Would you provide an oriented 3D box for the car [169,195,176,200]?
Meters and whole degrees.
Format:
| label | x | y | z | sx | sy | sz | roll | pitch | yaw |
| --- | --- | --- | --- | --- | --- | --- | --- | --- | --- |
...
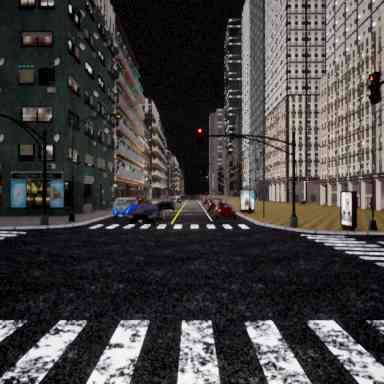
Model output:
| label | x | y | z | sx | sy | sz | roll | pitch | yaw |
| --- | --- | --- | --- | --- | --- | --- | --- | --- | --- |
| car | -5.526 | 1.638 | 94.765 | 1.947 | 1.339 | 4.313 | 0 | 0 | 0 |

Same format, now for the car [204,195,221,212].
| label | x | y | z | sx | sy | sz | roll | pitch | yaw |
| --- | --- | --- | --- | --- | --- | --- | --- | --- | --- |
| car | 2.764 | 1.455 | 39.475 | 1.967 | 1.590 | 4.097 | 0 | 0 | 0 |

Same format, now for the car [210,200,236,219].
| label | x | y | z | sx | sy | sz | roll | pitch | yaw |
| --- | --- | --- | --- | --- | --- | --- | --- | --- | --- |
| car | 2.744 | 1.591 | 28.419 | 1.802 | 1.307 | 4.206 | 0 | 0 | 0 |

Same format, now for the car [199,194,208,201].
| label | x | y | z | sx | sy | sz | roll | pitch | yaw |
| --- | --- | --- | --- | --- | --- | --- | --- | --- | --- |
| car | 2.838 | 1.372 | 83.695 | 2.192 | 1.841 | 5.009 | 0 | 0 | 0 |

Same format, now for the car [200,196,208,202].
| label | x | y | z | sx | sy | sz | roll | pitch | yaw |
| --- | --- | --- | --- | --- | --- | --- | --- | --- | --- |
| car | 2.827 | 1.632 | 78.167 | 1.802 | 1.307 | 4.206 | 0 | 0 | 0 |

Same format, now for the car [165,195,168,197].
| label | x | y | z | sx | sy | sz | roll | pitch | yaw |
| --- | --- | --- | --- | --- | --- | --- | --- | --- | --- |
| car | -5.553 | 1.490 | 78.182 | 1.967 | 1.590 | 4.097 | 0 | 0 | 0 |

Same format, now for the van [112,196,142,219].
| label | x | y | z | sx | sy | sz | roll | pitch | yaw |
| --- | --- | --- | --- | --- | --- | --- | --- | --- | --- |
| van | -5.635 | 1.350 | 28.434 | 1.690 | 1.788 | 3.998 | 0 | 0 | 0 |

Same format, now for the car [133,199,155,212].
| label | x | y | z | sx | sy | sz | roll | pitch | yaw |
| --- | --- | --- | --- | --- | --- | --- | --- | --- | --- |
| car | -5.618 | 1.559 | 39.490 | 1.887 | 1.381 | 4.507 | 0 | 0 | 0 |

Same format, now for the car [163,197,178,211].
| label | x | y | z | sx | sy | sz | roll | pitch | yaw |
| --- | --- | --- | --- | --- | --- | --- | --- | --- | --- |
| car | -3.033 | 1.579 | 40.022 | 1.994 | 1.385 | 4.181 | 0 | 0 | 0 |

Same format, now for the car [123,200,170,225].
| label | x | y | z | sx | sy | sz | roll | pitch | yaw |
| --- | --- | --- | --- | --- | --- | --- | --- | --- | --- |
| car | -3.231 | 1.555 | 24.756 | 2.033 | 1.411 | 5.357 | 0 | 0 | 4 |

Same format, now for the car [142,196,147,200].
| label | x | y | z | sx | sy | sz | roll | pitch | yaw |
| --- | --- | --- | --- | --- | --- | --- | --- | --- | --- |
| car | -5.626 | 1.327 | 33.962 | 2.192 | 1.841 | 5.009 | 0 | 0 | 0 |

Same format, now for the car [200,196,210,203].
| label | x | y | z | sx | sy | sz | roll | pitch | yaw |
| --- | --- | --- | --- | --- | --- | --- | --- | --- | --- |
| car | 2.818 | 1.589 | 72.640 | 1.887 | 1.381 | 4.507 | 0 | 0 | 0 |

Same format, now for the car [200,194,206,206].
| label | x | y | z | sx | sy | sz | roll | pitch | yaw |
| --- | --- | --- | --- | --- | --- | --- | --- | --- | --- |
| car | 2.791 | 1.467 | 56.057 | 1.967 | 1.590 | 4.097 | 0 | 0 | 0 |

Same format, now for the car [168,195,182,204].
| label | x | y | z | sx | sy | sz | roll | pitch | yaw |
| --- | --- | --- | --- | --- | --- | --- | --- | --- | --- |
| car | -2.908 | 1.526 | 62.930 | 2.128 | 1.511 | 4.902 | 0 | 0 | 0 |
